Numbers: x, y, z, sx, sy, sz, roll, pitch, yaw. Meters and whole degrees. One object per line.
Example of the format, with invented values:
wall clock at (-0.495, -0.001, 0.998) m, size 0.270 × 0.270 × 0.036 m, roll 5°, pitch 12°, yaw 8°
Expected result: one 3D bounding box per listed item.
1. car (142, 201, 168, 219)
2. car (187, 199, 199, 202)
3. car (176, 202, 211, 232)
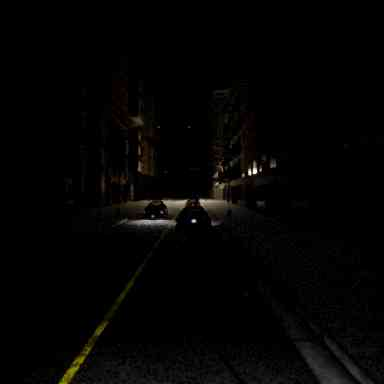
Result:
car at (-3.093, 1.518, 28.925) m, size 2.033 × 1.411 × 5.357 m, roll 0°, pitch 0°, yaw 0°
car at (0.108, 1.512, 40.687) m, size 2.033 × 1.411 × 5.357 m, roll 0°, pitch 0°, yaw 0°
car at (0.104, 1.542, 19.980) m, size 1.994 × 1.385 × 4.181 m, roll 0°, pitch 0°, yaw 0°
